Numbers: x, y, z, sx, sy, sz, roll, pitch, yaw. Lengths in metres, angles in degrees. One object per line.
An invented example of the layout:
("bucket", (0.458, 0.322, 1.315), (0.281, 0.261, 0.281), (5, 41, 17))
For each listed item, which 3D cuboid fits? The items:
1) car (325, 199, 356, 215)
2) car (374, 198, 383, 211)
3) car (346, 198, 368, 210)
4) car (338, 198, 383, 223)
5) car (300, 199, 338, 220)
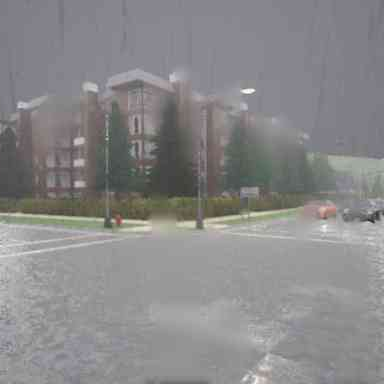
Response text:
("car", (16.099, 1.566, 35.992), (2.128, 1.511, 4.902), (-1, 0, 35))
("car", (24.267, 1.532, 41.520), (2.128, 1.511, 4.902), (-1, 0, 36))
("car", (22.112, 1.553, 44.522), (1.882, 1.535, 5.008), (-1, 0, 35))
("car", (13.082, 1.392, 25.619), (2.097, 1.767, 4.553), (-1, 0, 35))
("car", (10.892, 1.427, 28.578), (2.097, 1.767, 4.553), (-1, 0, 35))
